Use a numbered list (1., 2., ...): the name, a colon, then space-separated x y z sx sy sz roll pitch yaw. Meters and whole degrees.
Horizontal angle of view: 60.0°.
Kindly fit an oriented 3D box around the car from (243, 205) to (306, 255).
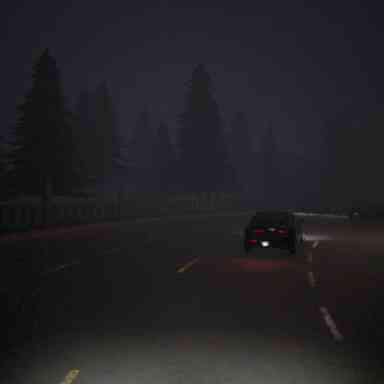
1. car: 3.422 1.508 13.569 1.837 1.490 4.892 0 0 22

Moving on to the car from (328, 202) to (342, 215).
1. car: 16.182 1.584 33.326 4.674 1.442 1.812 0 0 -30

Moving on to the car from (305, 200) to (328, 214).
1. car: 13.627 1.602 35.766 4.181 1.385 1.994 0 0 -32

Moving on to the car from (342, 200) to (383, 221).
1. car: 14.978 1.583 28.139 4.674 1.442 1.812 0 0 -38
